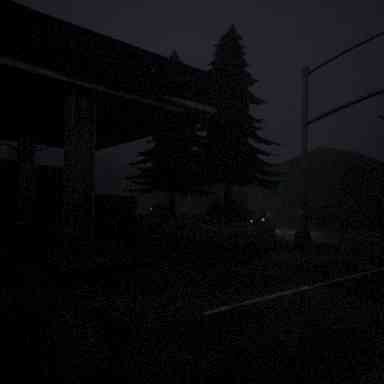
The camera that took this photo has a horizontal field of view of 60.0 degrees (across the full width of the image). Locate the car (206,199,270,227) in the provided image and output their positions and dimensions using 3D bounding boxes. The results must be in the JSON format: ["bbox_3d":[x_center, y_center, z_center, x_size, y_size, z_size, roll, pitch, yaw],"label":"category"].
[{"bbox_3d":[3.367,1.569,25.484,2.150,2.045,5.566,1,0,-36],"label":"car"}]

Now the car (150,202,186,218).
[{"bbox_3d":[-2.448,1.768,33.654,2.128,1.511,4.902,1,0,-35],"label":"car"}]

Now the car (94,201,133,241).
[{"bbox_3d":[-4.792,1.479,18.112,1.905,1.878,3.866,1,0,-36],"label":"car"}]
